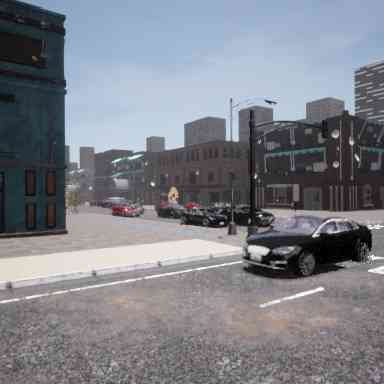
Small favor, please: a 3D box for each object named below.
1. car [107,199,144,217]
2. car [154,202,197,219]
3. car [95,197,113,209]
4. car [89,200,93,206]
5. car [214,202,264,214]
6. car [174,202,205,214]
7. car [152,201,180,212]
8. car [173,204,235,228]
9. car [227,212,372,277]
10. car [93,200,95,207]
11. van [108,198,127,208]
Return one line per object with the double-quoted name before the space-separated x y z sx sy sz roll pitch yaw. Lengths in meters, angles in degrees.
"car" -7.183 1.846 36.037 1.967 1.590 4.097 -1 0 -36
"car" -1.770 1.879 32.950 1.994 1.385 4.181 -1 0 -35
"car" -13.887 2.056 55.404 2.128 1.511 4.902 -1 0 -36
"car" -19.663 2.227 67.936 1.887 1.381 4.507 -1 0 -36
"car" 4.006 1.705 24.788 1.837 1.490 4.892 -1 0 -34
"car" -0.361 1.903 40.910 1.802 1.307 4.206 -2 0 -36
"car" -3.577 1.965 45.414 1.802 1.307 4.206 -2 0 -36
"car" 0.785 1.814 24.674 1.947 1.339 4.313 -2 0 -36
"car" 3.708 1.491 10.342 4.902 1.511 2.128 0 0 -36
"car" -16.451 1.939 63.431 2.192 1.841 5.009 -1 0 -36
"van" -13.234 1.906 58.927 1.690 1.788 3.998 -1 0 -36
